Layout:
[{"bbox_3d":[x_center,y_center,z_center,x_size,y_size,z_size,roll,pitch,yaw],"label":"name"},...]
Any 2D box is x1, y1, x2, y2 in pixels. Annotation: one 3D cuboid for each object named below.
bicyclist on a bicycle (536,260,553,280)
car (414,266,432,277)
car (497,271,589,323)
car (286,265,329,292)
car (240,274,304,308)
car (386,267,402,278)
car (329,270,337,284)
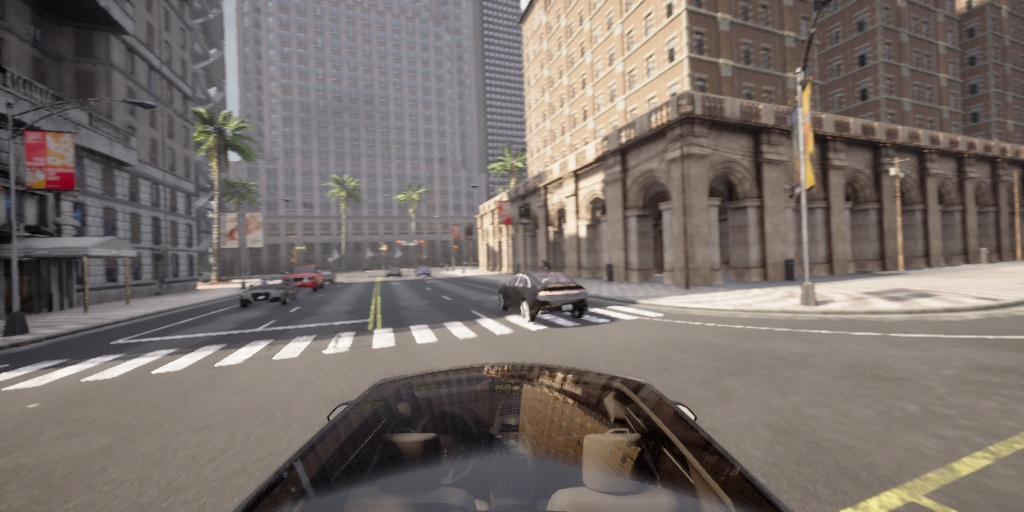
[{"bbox_3d":[2.672,1.103,28.662,1.656,1.620,0.582,-2,0,-20],"label":"bicyclist on a bicycle"},{"bbox_3d":[-11.585,1.990,46.520,2.033,1.411,5.357,-2,0,-19],"label":"car"},{"bbox_3d":[0.835,1.270,12.340,2.128,1.511,4.902,-2,0,-17],"label":"car"},{"bbox_3d":[-16.371,1.741,28.473,2.150,2.045,5.566,-2,0,-20],"label":"car"},{"bbox_3d":[-13.103,1.910,19.584,1.994,1.385,4.181,-2,0,-20],"label":"car"},{"bbox_3d":[-15.888,2.178,48.237,1.994,1.385,4.181,-2,0,-19],"label":"car"},{"bbox_3d":[-19.694,2.224,37.772,1.812,1.442,4.674,-2,0,-20],"label":"car"}]
